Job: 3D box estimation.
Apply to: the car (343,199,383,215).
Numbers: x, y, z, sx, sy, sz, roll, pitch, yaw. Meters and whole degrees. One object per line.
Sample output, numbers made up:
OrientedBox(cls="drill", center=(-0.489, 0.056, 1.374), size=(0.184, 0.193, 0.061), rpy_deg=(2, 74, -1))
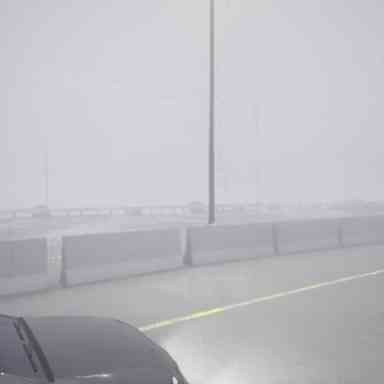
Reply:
OrientedBox(cls="car", center=(18.173, 1.565, 33.834), size=(4.718, 1.301, 1.895), rpy_deg=(0, 0, -24))

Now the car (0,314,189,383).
OrientedBox(cls="car", center=(-2.008, 1.556, 2.208), size=(4.181, 1.385, 1.994), rpy_deg=(0, 0, -35))

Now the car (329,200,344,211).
OrientedBox(cls="car", center=(18.063, 1.505, 37.618), size=(5.357, 1.411, 2.033), rpy_deg=(0, 0, -23))
